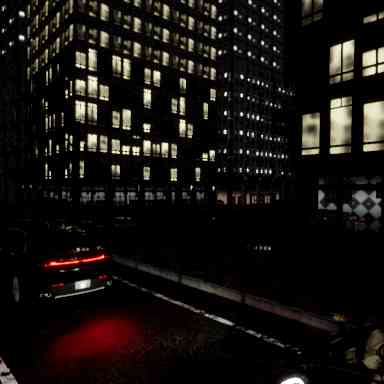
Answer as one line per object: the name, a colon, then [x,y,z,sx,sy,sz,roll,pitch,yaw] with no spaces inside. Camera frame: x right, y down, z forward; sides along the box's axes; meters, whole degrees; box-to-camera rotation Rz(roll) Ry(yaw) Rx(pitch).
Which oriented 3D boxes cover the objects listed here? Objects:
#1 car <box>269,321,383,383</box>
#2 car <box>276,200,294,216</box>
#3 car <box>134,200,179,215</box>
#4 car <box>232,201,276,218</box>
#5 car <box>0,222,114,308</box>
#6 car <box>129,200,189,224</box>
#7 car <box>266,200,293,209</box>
car: [2.431,1.352,1.322,2.097,1.767,4.553,0,0,-41]
car: [10.319,1.934,37.450,4.206,1.307,1.802,1,0,-40]
car: [-3.835,1.645,36.431,4.829,1.417,1.752,1,0,-40]
car: [6.148,1.831,33.911,4.829,1.417,1.752,1,0,-40]
car: [-3.660,1.500,8.107,1.837,1.490,4.892,0,0,-41]
car: [-2.581,1.522,26.504,5.009,1.841,2.192,1,0,-40]
car: [13.493,1.878,51.130,4.313,1.339,1.947,1,0,-40]
